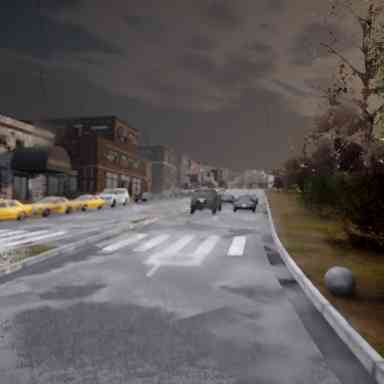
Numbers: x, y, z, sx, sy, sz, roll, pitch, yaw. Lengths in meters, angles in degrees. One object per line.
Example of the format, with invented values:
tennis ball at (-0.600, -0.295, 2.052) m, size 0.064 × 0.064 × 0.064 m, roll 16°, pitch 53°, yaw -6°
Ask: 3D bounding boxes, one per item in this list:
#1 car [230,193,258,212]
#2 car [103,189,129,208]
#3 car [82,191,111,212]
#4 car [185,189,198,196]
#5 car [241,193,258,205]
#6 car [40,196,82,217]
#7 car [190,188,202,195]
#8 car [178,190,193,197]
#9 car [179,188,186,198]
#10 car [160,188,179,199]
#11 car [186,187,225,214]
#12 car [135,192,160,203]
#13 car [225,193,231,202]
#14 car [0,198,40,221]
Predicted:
car at (4.964, 1.067, 31.115) m, size 1.994 × 1.385 × 4.181 m, roll 0°, pitch 1°, yaw 12°
car at (-9.005, 0.638, 37.644) m, size 2.435 × 2.045 × 5.566 m, roll 0°, pitch 1°, yaw 12°
car at (-10.194, 0.985, 31.963) m, size 1.946 × 1.575 × 5.366 m, roll 0°, pitch 1°, yaw 12°
car at (-0.035, 0.140, 80.633) m, size 1.946 × 1.575 × 5.366 m, roll 0°, pitch 1°, yaw 12°
car at (7.652, 0.843, 43.845) m, size 1.994 × 1.385 × 4.181 m, roll 0°, pitch 1°, yaw 12°
car at (-11.322, 1.079, 26.555) m, size 1.946 × 1.575 × 5.366 m, roll 0°, pitch 1°, yaw 12°
car at (1.137, -0.080, 86.251) m, size 2.185 × 1.767 × 4.553 m, roll 0°, pitch 1°, yaw 12°
car at (-1.494, 0.262, 73.918) m, size 2.231 × 1.521 × 4.892 m, roll 0°, pitch 1°, yaw 13°
car at (-3.365, 0.169, 64.682) m, size 2.435 × 2.045 × 5.566 m, roll 0°, pitch 1°, yaw 12°
car at (-4.484, 0.515, 59.312) m, size 2.231 × 1.521 × 4.892 m, roll 0°, pitch 1°, yaw 12°
car at (1.317, 0.773, 29.441) m, size 2.150 × 2.045 × 5.566 m, roll 0°, pitch 1°, yaw 12°
car at (-6.753, 0.731, 48.461) m, size 2.163 × 1.488 × 4.792 m, roll 0°, pitch 1°, yaw 12°
car at (4.743, 0.830, 45.544) m, size 1.994 × 1.385 × 4.181 m, roll 0°, pitch 1°, yaw 12°
car at (-12.460, 1.176, 21.152) m, size 1.946 × 1.575 × 5.366 m, roll 0°, pitch 1°, yaw 12°
